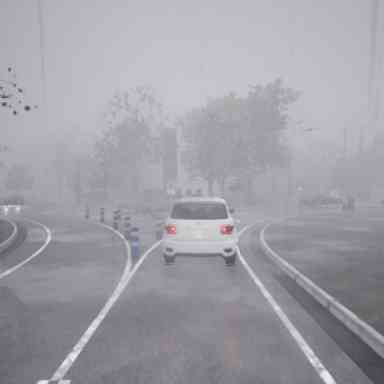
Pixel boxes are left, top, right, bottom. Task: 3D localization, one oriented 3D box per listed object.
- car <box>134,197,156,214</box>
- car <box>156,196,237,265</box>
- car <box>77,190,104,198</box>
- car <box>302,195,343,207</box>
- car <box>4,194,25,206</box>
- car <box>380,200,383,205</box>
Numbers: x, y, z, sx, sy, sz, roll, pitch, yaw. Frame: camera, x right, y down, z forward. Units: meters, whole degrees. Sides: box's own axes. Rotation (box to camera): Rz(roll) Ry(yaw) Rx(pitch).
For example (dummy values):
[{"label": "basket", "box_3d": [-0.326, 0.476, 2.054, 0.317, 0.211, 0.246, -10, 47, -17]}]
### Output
[{"label": "car", "box_3d": [-3.074, 1.182, 29.588, 4.181, 1.385, 1.994, 0, 2, -2]}, {"label": "car", "box_3d": [0.344, 1.158, 11.648, 2.150, 2.045, 5.566, 0, 1, 4]}, {"label": "car", "box_3d": [-18.714, 0.335, 61.416, 1.882, 1.535, 5.008, 1, 2, 41]}, {"label": "car", "box_3d": [15.294, 0.995, 38.847, 4.718, 1.301, 1.895, -1, 1, -22]}, {"label": "car", "box_3d": [-21.921, 0.901, 41.232, 1.994, 1.385, 4.181, -1, 2, -21]}, {"label": "car", "box_3d": [23.561, 1.202, 36.532, 4.718, 1.301, 1.895, 3, 1, 2]}]
